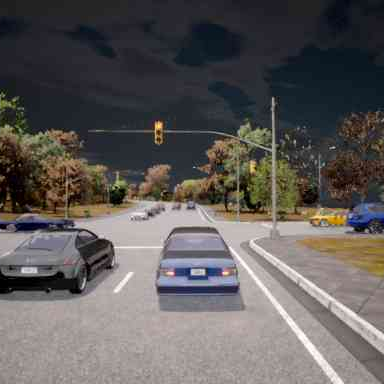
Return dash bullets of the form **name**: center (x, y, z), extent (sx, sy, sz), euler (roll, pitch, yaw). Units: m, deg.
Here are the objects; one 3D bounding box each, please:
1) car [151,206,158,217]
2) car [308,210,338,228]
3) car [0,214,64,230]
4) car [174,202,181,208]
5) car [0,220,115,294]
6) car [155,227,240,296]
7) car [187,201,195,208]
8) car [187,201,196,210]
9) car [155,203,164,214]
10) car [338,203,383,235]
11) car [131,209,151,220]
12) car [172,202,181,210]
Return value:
- **car**: center (-7.231, 3.469, 55.271), extent (1.895, 1.301, 4.718), euler (0, -1, 0)
- **car**: center (12.965, 2.368, 29.674), extent (5.008, 1.535, 1.882), euler (0, -3, -2)
- **car**: center (-10.631, 2.186, 23.017), extent (4.718, 1.301, 1.895), euler (0, -3, 6)
- **car**: center (-3.845, 3.427, 88.263), extent (1.837, 1.490, 4.892), euler (0, 0, -4)
- **car**: center (-3.444, 1.665, 9.054), extent (1.994, 1.385, 4.181), euler (0, -1, 0)
- **car**: center (0.069, 1.647, 8.945), extent (2.033, 1.411, 5.357), euler (0, -1, -1)
- **car**: center (-0.322, 3.242, 88.005), extent (1.882, 1.535, 5.008), euler (0, 0, -4)
- **car**: center (-0.201, 3.309, 77.827), extent (2.097, 1.767, 4.553), euler (0, 0, 0)
- **car**: center (-7.205, 3.535, 65.018), extent (2.033, 1.411, 5.357), euler (0, 0, 0)
- **car**: center (13.327, 1.780, 22.521), extent (5.566, 2.045, 2.150), euler (0, -3, -2)
- **car**: center (-7.225, 3.145, 46.251), extent (1.812, 1.442, 4.674), euler (0, -2, 0)
- **car**: center (-3.702, 3.484, 78.287), extent (1.812, 1.442, 4.674), euler (0, 0, 0)
